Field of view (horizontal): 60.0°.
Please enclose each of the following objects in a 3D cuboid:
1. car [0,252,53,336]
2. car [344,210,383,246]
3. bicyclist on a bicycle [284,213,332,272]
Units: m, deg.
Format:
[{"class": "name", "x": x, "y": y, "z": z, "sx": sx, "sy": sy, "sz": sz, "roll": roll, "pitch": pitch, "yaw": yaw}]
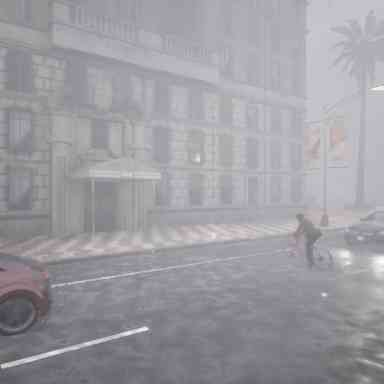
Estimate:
[{"class": "car", "x": -4.421, "y": 1.564, "z": 5.138, "sx": 4.181, "sy": 1.385, "sz": 1.994, "roll": 0, "pitch": 0, "yaw": -35}, {"class": "car", "x": 8.432, "y": 1.526, "z": 14.189, "sx": 4.674, "sy": 1.442, "sz": 1.812, "roll": 0, "pitch": 0, "yaw": -35}, {"class": "bicyclist on a bicycle", "x": 3.340, "y": 1.455, "z": 9.768, "sx": 0.582, "sy": 1.620, "sz": 1.656, "roll": 0, "pitch": -2, "yaw": -35}]
